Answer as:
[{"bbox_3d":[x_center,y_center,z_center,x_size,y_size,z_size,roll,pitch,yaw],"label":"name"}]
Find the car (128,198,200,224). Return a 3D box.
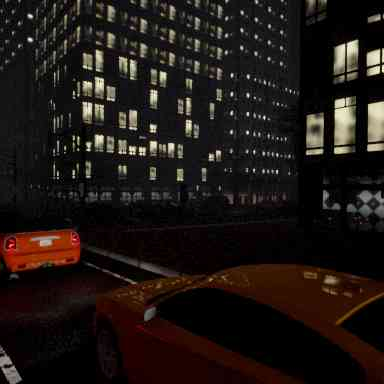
[{"bbox_3d":[-2.168,1.523,26.691,5.009,1.841,2.192,1,0,-39],"label":"car"}]

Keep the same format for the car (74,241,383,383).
[{"bbox_3d":[0.739,1.476,3.261,1.882,1.535,5.008,0,0,-40],"label":"car"}]

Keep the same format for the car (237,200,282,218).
[{"bbox_3d":[6.719,1.832,33.908,4.829,1.417,1.752,1,0,-39],"label":"car"}]

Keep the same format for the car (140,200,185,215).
[{"bbox_3d":[-3.208,1.647,36.643,4.829,1.417,1.752,1,0,-39],"label":"car"}]

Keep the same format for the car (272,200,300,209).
[{"bbox_3d":[14.433,1.881,50.964,4.313,1.339,1.947,1,0,-39],"label":"car"}]

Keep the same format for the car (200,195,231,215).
[{"bbox_3d":[1.903,1.423,37.435,5.566,2.045,2.150,1,1,-39],"label":"car"}]

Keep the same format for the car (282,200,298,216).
[{"bbox_3d":[10.965,1.936,37.356,4.206,1.307,1.802,1,0,-39],"label":"car"}]

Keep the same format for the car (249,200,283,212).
[{"bbox_3d":[9.793,1.814,43.837,4.674,1.442,1.812,1,1,-39],"label":"car"}]

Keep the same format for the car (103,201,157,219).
[{"bbox_3d":[-5.781,1.642,31.216,4.674,1.442,1.812,1,1,-38],"label":"car"}]

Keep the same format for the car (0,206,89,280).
[{"bbox_3d":[-5.188,1.347,10.313,2.097,1.767,4.553,0,0,-40],"label":"car"}]

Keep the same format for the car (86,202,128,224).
[{"bbox_3d":[-6.918,1.610,26.160,5.008,1.535,1.882,1,1,-39],"label":"car"}]
